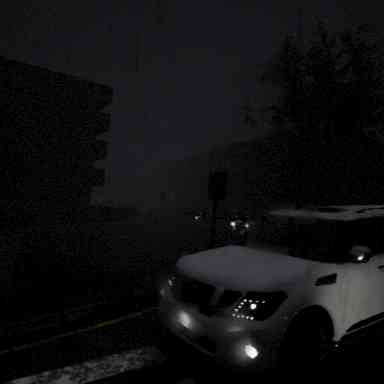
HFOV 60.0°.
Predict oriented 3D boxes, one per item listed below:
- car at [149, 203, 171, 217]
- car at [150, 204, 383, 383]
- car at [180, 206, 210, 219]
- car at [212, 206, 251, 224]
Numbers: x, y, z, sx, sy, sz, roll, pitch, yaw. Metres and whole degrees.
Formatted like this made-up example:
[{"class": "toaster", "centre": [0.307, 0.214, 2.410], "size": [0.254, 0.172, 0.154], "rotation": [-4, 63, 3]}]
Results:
[{"class": "car", "centre": [-5.727, 3.245, 58.974], "size": [2.150, 2.045, 5.566], "rotation": [6, -7, -22]}, {"class": "car", "centre": [2.231, 1.263, 5.650], "size": [5.566, 2.045, 2.150], "rotation": [1, 0, -33]}, {"class": "car", "centre": [0.308, 2.652, 44.557], "size": [2.128, 1.511, 4.902], "rotation": [6, -4, -22]}, {"class": "car", "centre": [4.039, 2.371, 35.084], "size": [1.882, 1.535, 5.008], "rotation": [6, -3, -21]}]
